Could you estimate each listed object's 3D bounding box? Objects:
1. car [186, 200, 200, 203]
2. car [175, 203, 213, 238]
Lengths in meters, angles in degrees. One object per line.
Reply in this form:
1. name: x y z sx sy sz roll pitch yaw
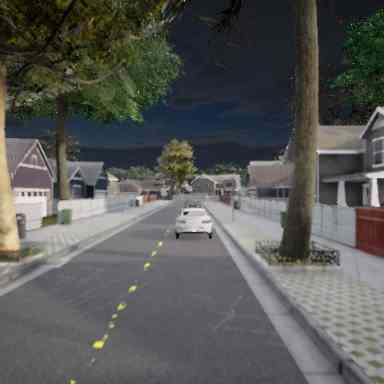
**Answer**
1. car: 0.094 1.634 39.316 1.895 1.301 4.718 0 0 0
2. car: 0.099 1.535 17.720 1.812 1.442 4.674 0 0 0
